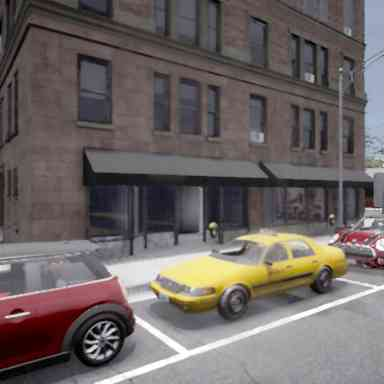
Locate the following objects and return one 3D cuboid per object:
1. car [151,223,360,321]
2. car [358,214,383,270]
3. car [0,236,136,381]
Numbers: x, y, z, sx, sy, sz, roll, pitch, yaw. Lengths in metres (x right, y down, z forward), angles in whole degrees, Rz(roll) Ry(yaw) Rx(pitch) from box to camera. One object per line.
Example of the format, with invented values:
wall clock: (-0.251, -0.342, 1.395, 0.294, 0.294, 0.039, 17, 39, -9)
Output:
car: (1.477, 1.523, 7.241, 4.829, 1.417, 1.752, 0, 0, -35)
car: (6.109, 1.436, 10.543, 4.097, 1.590, 1.967, 0, 0, -35)
car: (-2.878, 1.440, 4.135, 4.097, 1.590, 1.967, 0, 0, -35)
